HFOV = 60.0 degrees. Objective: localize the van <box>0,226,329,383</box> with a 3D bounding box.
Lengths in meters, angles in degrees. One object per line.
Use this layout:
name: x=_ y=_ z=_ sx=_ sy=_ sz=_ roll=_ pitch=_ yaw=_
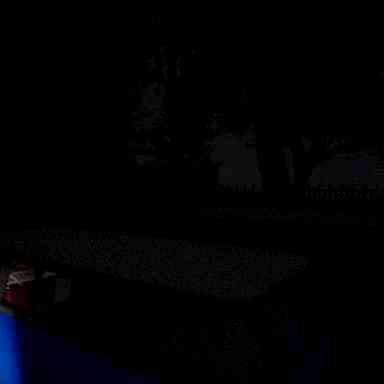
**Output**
van: x=-0.766 y=1.325 z=3.263 sx=3.998 sy=1.788 sz=1.690 roll=0 pitch=0 yaw=35
